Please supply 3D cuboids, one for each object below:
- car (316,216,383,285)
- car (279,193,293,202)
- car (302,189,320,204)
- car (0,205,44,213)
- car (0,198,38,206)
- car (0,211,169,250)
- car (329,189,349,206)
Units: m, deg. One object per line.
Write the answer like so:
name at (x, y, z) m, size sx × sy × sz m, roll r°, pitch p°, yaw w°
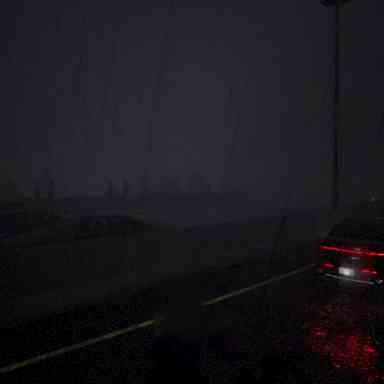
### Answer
car at (4.921, 1.391, 8.682) m, size 1.837 × 1.490 × 4.892 m, roll 1°, pitch 1°, yaw 44°
car at (14.882, 0.891, 52.225) m, size 1.994 × 1.385 × 4.181 m, roll 0°, pitch 1°, yaw 18°
car at (16.919, 0.615, 47.307) m, size 2.150 × 2.045 × 5.566 m, roll 0°, pitch 0°, yaw 20°
car at (-6.487, 1.383, 12.347) m, size 5.357 × 1.411 × 2.033 m, roll -1°, pitch 1°, yaw -43°
car at (-8.943, 1.152, 14.934) m, size 4.553 × 1.767 × 2.097 m, roll -1°, pitch 1°, yaw -43°
car at (-3.121, 1.405, 10.716) m, size 5.357 × 1.411 × 2.033 m, roll -1°, pitch 1°, yaw -44°
car at (19.087, 0.665, 43.270) m, size 2.150 × 2.045 × 5.566 m, roll 0°, pitch 1°, yaw 22°
